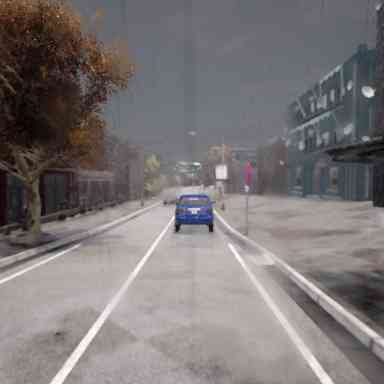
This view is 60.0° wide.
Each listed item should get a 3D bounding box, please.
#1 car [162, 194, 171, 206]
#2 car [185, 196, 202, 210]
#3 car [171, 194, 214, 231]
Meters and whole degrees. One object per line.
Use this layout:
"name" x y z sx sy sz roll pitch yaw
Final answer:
"car" -2.936 1.083 45.587 1.837 1.490 4.892 0 1 1
"car" 0.205 1.199 38.545 1.812 1.442 4.674 0 1 0
"car" 0.126 1.126 20.117 2.150 2.045 5.566 0 1 0
